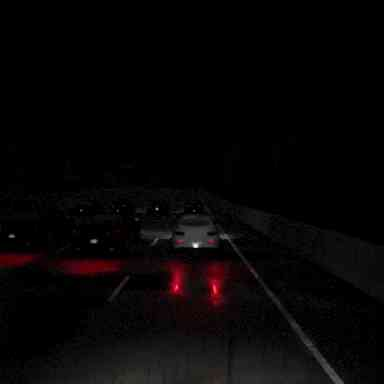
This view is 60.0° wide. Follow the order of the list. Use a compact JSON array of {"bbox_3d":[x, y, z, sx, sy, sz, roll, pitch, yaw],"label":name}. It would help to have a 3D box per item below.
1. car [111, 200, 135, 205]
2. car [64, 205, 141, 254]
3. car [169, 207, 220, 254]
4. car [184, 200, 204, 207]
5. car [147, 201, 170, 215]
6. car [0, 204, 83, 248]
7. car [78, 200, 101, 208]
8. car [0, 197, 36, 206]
[{"bbox_3d":[-6.792,1.485,32.938,2.128,1.511,4.902,0,1,0],"label":"car"},{"bbox_3d":[-3.358,1.533,13.889,1.882,1.535,5.008,0,0,0],"label":"car"},{"bbox_3d":[0.139,1.588,13.689,1.812,1.442,4.674,0,0,0],"label":"car"},{"bbox_3d":[0.209,1.497,33.189,2.128,1.511,4.902,0,1,0],"label":"car"},{"bbox_3d":[-3.291,1.561,33.329,1.994,1.385,4.181,0,0,0],"label":"car"},{"bbox_3d":[-6.853,1.528,15.167,1.882,1.535,5.008,0,0,0],"label":"car"},{"bbox_3d":[-10.292,1.508,33.297,1.812,1.442,4.674,0,1,0],"label":"car"},{"bbox_3d":[-20.950,1.497,40.385,1.895,1.301,4.718,0,1,0],"label":"car"}]
